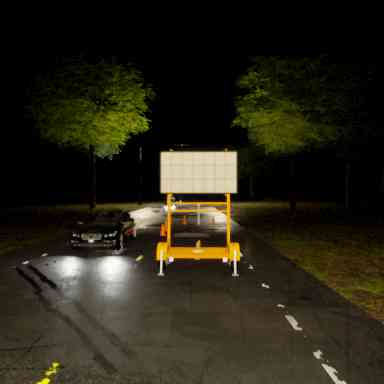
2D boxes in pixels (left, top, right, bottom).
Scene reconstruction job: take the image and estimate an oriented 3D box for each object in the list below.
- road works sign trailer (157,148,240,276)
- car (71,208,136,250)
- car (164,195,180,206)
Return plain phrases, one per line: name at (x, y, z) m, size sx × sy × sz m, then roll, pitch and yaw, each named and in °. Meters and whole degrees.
road works sign trailer at (0.209, 0.459, 10.337) m, size 2.380 × 3.560 × 2.880 m, roll 0°, pitch 0°, yaw 2°
car at (-3.616, 1.498, 14.345) m, size 1.837 × 1.490 × 4.892 m, roll 0°, pitch 0°, yaw 0°
car at (-3.650, 1.525, 56.095) m, size 2.128 × 1.511 × 4.902 m, roll 0°, pitch 0°, yaw 0°
